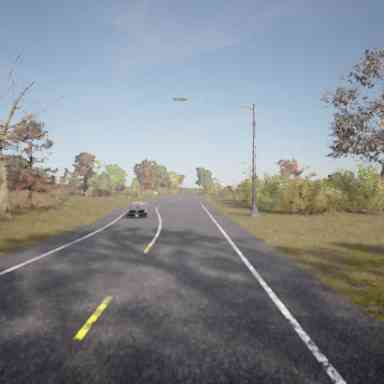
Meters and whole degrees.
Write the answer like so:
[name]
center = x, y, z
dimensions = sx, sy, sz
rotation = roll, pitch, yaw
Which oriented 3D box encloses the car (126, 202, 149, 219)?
[car]
center = -4.666, 1.581, 28.852
dimensions = 1.895, 1.301, 4.718
rotation = 0, 0, -7
